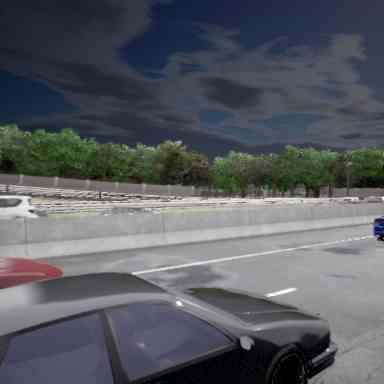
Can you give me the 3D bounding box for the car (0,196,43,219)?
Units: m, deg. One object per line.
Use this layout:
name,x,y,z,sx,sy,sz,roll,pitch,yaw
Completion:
car,-11.218,1.221,17.485,5.566,2.045,2.150,0,0,-35

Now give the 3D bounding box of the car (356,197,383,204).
car,22.510,1.595,41.522,4.718,1.301,1.895,0,0,-35

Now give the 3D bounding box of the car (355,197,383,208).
car,25.934,1.471,48.222,5.008,1.535,1.882,0,0,-35

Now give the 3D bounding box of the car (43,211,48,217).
car,-11.565,1.565,21.536,4.181,1.385,1.994,0,0,-35

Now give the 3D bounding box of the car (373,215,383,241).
car,10.404,1.480,15.466,5.008,1.535,1.882,0,0,-36

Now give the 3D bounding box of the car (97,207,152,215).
car,-3.898,1.549,18.406,5.357,1.411,2.033,0,0,-35

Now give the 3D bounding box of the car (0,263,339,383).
car,-0.887,1.548,3.114,5.357,1.411,2.033,0,0,-35

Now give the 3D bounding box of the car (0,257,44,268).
car,-4.497,1.477,4.837,5.008,1.535,1.882,0,0,-35
